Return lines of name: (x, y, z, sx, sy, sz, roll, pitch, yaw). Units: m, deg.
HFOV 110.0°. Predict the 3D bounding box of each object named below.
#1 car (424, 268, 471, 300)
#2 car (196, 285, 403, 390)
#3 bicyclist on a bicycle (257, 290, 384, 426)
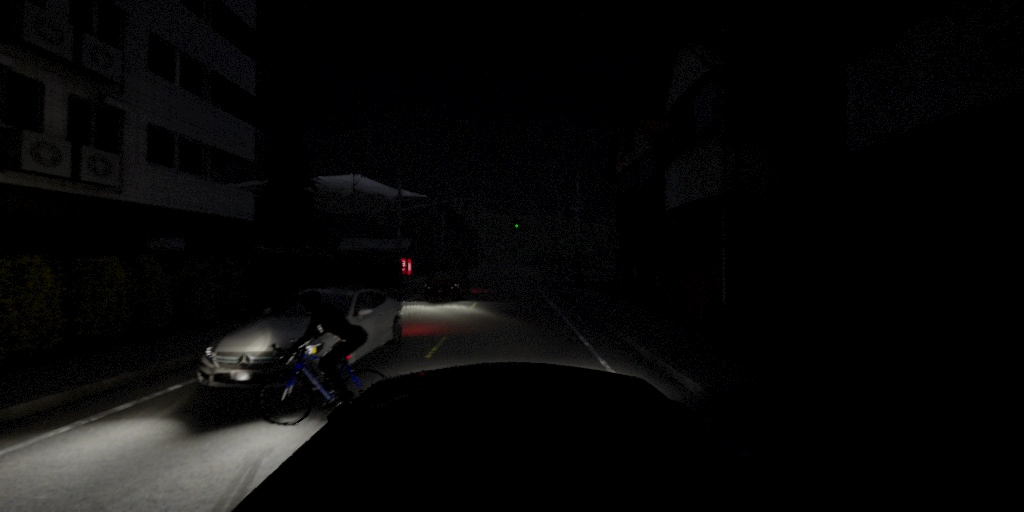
car: (-3.437, 1.456, 19.794, 1.882, 1.535, 5.008, 0, -1, 1)
car: (-3.567, 1.343, 7.088, 1.812, 1.442, 4.674, 0, -1, 0)
bicyclist on a bicycle: (-2.239, 1.235, 4.294, 1.656, 1.620, 0.582, -1, -1, 0)
